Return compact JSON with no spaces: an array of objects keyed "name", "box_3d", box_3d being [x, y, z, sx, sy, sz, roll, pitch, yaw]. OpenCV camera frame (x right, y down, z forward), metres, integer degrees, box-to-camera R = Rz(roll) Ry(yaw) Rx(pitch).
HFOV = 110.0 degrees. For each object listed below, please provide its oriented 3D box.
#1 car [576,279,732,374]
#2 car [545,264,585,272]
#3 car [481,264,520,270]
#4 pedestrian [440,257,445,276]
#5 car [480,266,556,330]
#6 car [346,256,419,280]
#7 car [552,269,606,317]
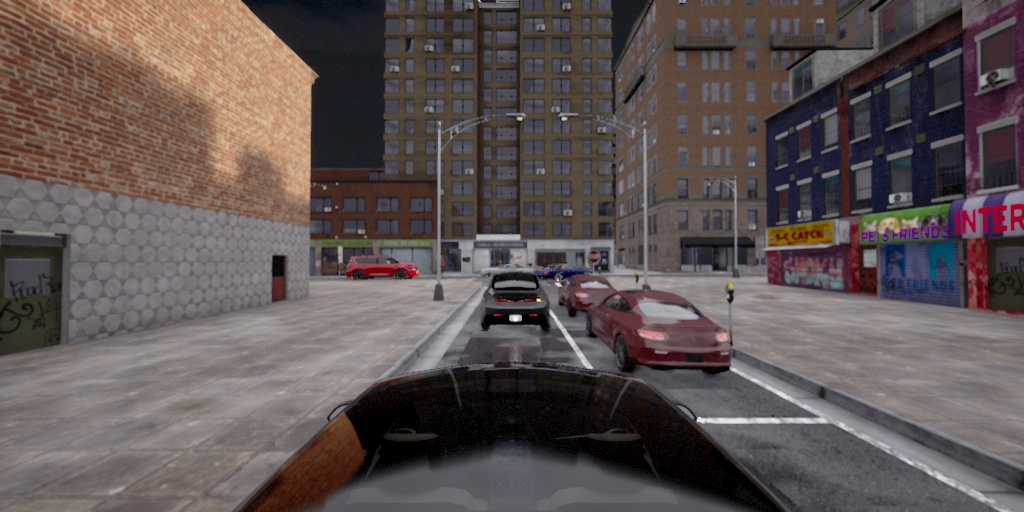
[{"name":"car","box_3d":[2.638,1.322,7.269,1.802,1.307,4.207,0,0,0]},{"name":"car","box_3d":[4.072,1.262,27.600,4.718,1.301,1.895,-1,0,-32]},{"name":"car","box_3d":[-0.473,1.326,31.847,4.718,1.301,1.895,-1,-1,0]},{"name":"pedestrian","box_3d":[-6.827,0.979,34.787,0.375,1.860,0.375,0,0,0]},{"name":"car","box_3d":[0.091,1.240,11.101,1.837,1.490,4.892,0,0,0]},{"name":"car","box_3d":[-10.398,1.000,28.943,5.566,2.045,2.150,-1,-1,0]},{"name":"car","box_3d":[2.638,1.313,12.708,1.802,1.307,4.207,0,0,0]}]
